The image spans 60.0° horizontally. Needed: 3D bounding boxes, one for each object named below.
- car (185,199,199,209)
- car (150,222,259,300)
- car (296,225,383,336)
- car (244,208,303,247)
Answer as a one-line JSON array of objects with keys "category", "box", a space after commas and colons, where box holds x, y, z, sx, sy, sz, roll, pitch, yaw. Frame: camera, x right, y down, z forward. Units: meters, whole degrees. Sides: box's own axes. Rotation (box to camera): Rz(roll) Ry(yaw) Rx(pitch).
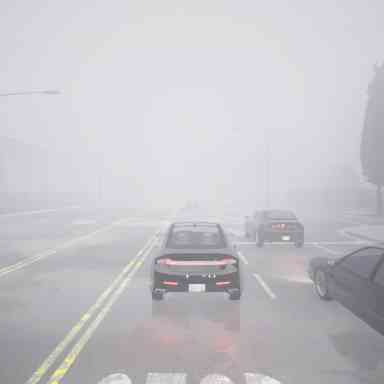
[{"category": "car", "box": [0.001, 1.601, 44.137, 1.895, 1.301, 4.718, 0, 0, 0]}, {"category": "car", "box": [0.082, 1.492, 8.345, 2.128, 1.511, 4.902, 0, 0, 0]}, {"category": "car", "box": [3.588, 1.547, 5.300, 2.033, 1.411, 5.357, 0, 0, 0]}, {"category": "car", "box": [3.565, 1.505, 15.046, 1.837, 1.490, 4.892, 0, 0, 0]}]
